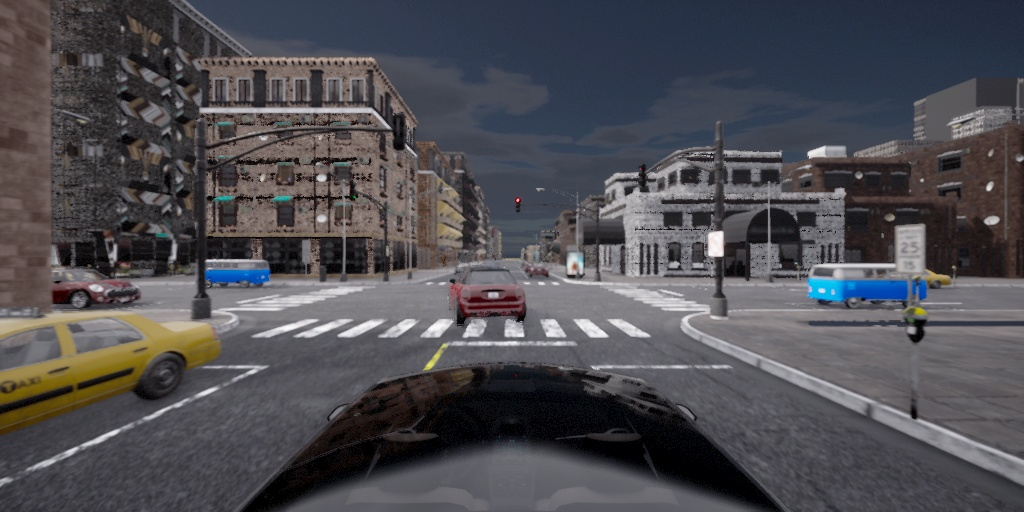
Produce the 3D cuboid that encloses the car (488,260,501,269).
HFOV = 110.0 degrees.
[{"bbox_3d":[-3.095,1.531,64.185,2.128,1.511,4.902,0,0,1],"label":"car"}]

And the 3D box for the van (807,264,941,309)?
[{"bbox_3d":[14.642,1.210,14.838,3.998,1.789,1.690,0,0,0],"label":"van"}]

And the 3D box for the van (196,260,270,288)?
[{"bbox_3d":[-17.787,1.118,22.946,3.998,1.789,1.690,0,0,0],"label":"van"}]

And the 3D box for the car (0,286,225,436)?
[{"bbox_3d":[-5.694,1.285,3.882,1.751,1.417,4.829,0,0,0],"label":"car"}]

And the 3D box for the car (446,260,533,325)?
[{"bbox_3d":[-1.040,1.152,12.311,2.097,1.767,4.553,0,-1,-14],"label":"car"}]

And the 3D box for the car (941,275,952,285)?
[{"bbox_3d":[25.462,1.398,23.310,4.829,1.417,1.751,0,0,0],"label":"car"}]

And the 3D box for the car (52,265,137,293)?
[{"bbox_3d":[-17.736,1.243,14.565,4.097,1.591,1.967,0,0,0],"label":"car"}]

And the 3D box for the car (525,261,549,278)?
[{"bbox_3d":[2.654,1.340,36.527,1.967,1.591,4.097,0,0,0],"label":"car"}]
